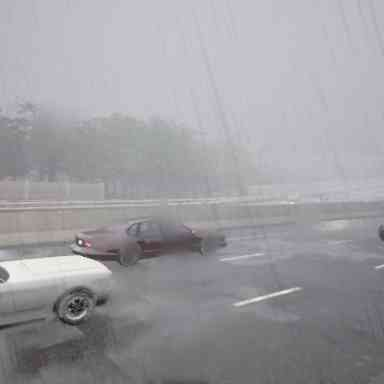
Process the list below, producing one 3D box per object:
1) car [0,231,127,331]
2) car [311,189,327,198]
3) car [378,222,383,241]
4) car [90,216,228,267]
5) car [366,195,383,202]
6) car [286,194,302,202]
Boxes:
[{"bbox_3d":[-3.690,1.600,5.412,4.718,1.301,1.895,0,0,-35],"label":"car"},{"bbox_3d":[29.417,0.413,77.009,2.150,2.045,5.566,0,2,38],"label":"car"},{"bbox_3d":[10.568,1.591,15.546,4.181,1.385,1.994,0,0,-35],"label":"car"},{"bbox_3d":[-1.302,1.555,11.410,5.357,1.411,2.033,0,0,-35],"label":"car"},{"bbox_3d":[31.496,1.425,56.475,4.553,1.767,2.097,0,0,-35],"label":"car"},{"bbox_3d":[19.806,1.205,64.487,1.812,1.442,4.674,0,2,36],"label":"car"}]
